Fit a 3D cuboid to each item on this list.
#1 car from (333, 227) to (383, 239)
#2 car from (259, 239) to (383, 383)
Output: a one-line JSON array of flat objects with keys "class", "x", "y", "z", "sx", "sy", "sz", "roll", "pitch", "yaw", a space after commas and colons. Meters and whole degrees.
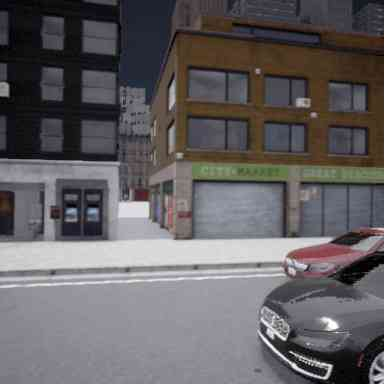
[{"class": "car", "x": 4.641, "y": 1.637, "z": 8.313, "sx": 4.674, "sy": 1.442, "sz": 1.812, "roll": 1, "pitch": 0, "yaw": -12}, {"class": "car", "x": 3.379, "y": 1.576, "z": 4.728, "sx": 4.892, "sy": 1.490, "sz": 1.837, "roll": 1, "pitch": 0, "yaw": -12}]
